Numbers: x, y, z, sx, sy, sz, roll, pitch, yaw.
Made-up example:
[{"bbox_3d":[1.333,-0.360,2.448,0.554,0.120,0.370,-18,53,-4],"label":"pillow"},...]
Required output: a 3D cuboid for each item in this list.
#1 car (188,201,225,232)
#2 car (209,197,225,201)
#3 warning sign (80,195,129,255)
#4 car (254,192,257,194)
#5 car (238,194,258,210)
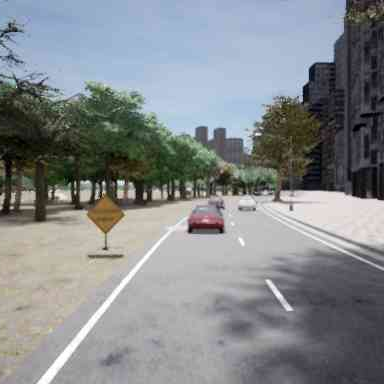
[{"bbox_3d":[0.846,1.421,19.079,1.994,1.385,4.181,0,0,4],"label":"car"},{"bbox_3d":[2.794,1.269,38.328,2.033,1.411,5.357,0,0,9],"label":"car"},{"bbox_3d":[-2.830,1.031,10.945,1.300,1.860,1.060,0,0,2],"label":"warning sign"},{"bbox_3d":[8.148,1.140,49.165,2.128,1.511,4.902,0,1,11],"label":"car"},{"bbox_3d":[6.144,1.256,37.240,1.812,1.442,4.674,0,1,9],"label":"car"}]
